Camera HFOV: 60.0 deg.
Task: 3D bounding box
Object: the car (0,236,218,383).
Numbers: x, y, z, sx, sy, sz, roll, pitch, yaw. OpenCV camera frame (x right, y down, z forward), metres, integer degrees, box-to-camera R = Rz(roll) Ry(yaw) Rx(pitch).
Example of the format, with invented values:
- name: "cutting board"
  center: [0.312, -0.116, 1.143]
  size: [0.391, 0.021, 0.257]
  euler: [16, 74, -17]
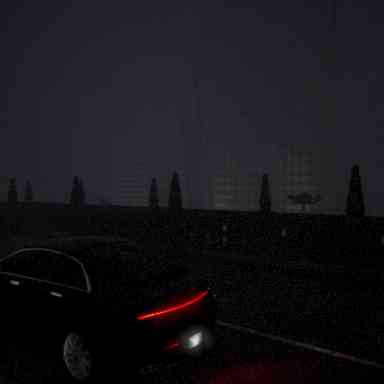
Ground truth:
- name: "car"
  center: [-1.927, 1.479, 5.323]
  size: [4.892, 1.490, 1.837]
  euler: [0, 0, 35]
